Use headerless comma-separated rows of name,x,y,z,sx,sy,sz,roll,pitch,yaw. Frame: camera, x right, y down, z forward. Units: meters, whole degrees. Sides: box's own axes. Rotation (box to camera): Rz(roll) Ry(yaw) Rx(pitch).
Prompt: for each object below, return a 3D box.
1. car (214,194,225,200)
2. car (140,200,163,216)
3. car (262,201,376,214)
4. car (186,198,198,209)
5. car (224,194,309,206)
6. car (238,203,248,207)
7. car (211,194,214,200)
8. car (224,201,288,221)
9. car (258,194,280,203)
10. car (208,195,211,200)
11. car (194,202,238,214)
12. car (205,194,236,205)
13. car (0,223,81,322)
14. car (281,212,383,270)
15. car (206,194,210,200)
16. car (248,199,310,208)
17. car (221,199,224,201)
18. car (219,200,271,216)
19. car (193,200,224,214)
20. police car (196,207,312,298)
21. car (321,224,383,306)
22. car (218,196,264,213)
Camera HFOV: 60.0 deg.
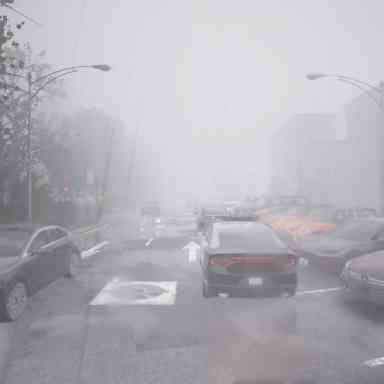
car,5.363,1.270,30.840,5.566,2.045,2.435,1,0,-20
car,-3.933,1.546,32.730,1.837,1.490,4.892,0,0,0
car,5.355,1.366,12.848,4.553,1.767,2.185,1,0,-20
car,0.084,1.579,46.164,2.128,1.511,4.902,0,0,0
car,5.342,1.251,21.824,5.566,2.045,2.435,1,0,-20
car,5.338,1.538,18.845,4.674,1.452,2.002,1,0,-20
car,5.470,1.446,45.872,4.553,1.767,2.185,1,0,-20
car,5.346,1.544,27.838,4.792,1.488,2.163,1,0,-20
car,18.449,1.462,79.894,2.435,2.045,5.566,0,0,-21
car,5.434,1.583,48.875,5.008,1.535,2.097,1,-1,-20
car,1.189,1.518,18.559,1.837,1.490,4.892,0,0,0
car,5.469,1.391,63.913,5.566,2.045,2.435,1,0,-20
car,-3.953,1.493,7.285,2.128,1.511,4.902,0,0,0
car,5.287,1.517,9.827,4.792,1.488,2.163,1,0,-20
car,5.275,1.612,57.819,5.366,1.575,1.946,1,0,-20
car,5.364,1.369,15.849,4.553,1.767,2.185,1,0,-20
car,5.189,1.503,24.781,5.366,1.575,1.946,1,0,-20
car,5.372,1.560,33.840,4.792,1.488,2.163,1,0,-20
car,1.207,1.548,24.558,1.812,1.442,4.674,0,0,0
police car,1.167,1.427,8.668,1.930,1.638,5.238,0,0,0
car,5.311,1.527,6.836,4.674,1.452,2.002,1,0,-20
car,5.377,1.413,36.854,4.553,1.767,2.185,1,0,-20
